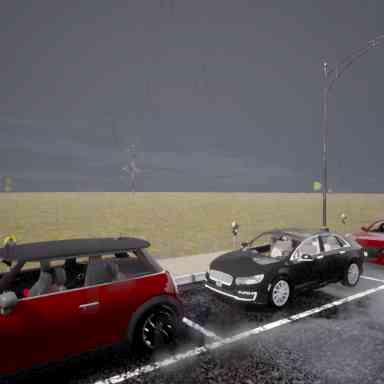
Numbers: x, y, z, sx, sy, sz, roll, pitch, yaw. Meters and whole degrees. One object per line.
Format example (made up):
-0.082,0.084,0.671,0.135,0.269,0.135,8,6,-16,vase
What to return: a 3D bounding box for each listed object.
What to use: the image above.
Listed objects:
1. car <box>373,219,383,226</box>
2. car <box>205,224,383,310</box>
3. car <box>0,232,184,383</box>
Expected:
6.807,1.548,10.954,4.507,1.381,1.887,0,1,-36,car
2.302,1.552,7.735,4.403,1.369,2.008,0,1,-36,car
-2.202,1.440,4.516,4.097,1.590,1.967,0,1,-36,car
